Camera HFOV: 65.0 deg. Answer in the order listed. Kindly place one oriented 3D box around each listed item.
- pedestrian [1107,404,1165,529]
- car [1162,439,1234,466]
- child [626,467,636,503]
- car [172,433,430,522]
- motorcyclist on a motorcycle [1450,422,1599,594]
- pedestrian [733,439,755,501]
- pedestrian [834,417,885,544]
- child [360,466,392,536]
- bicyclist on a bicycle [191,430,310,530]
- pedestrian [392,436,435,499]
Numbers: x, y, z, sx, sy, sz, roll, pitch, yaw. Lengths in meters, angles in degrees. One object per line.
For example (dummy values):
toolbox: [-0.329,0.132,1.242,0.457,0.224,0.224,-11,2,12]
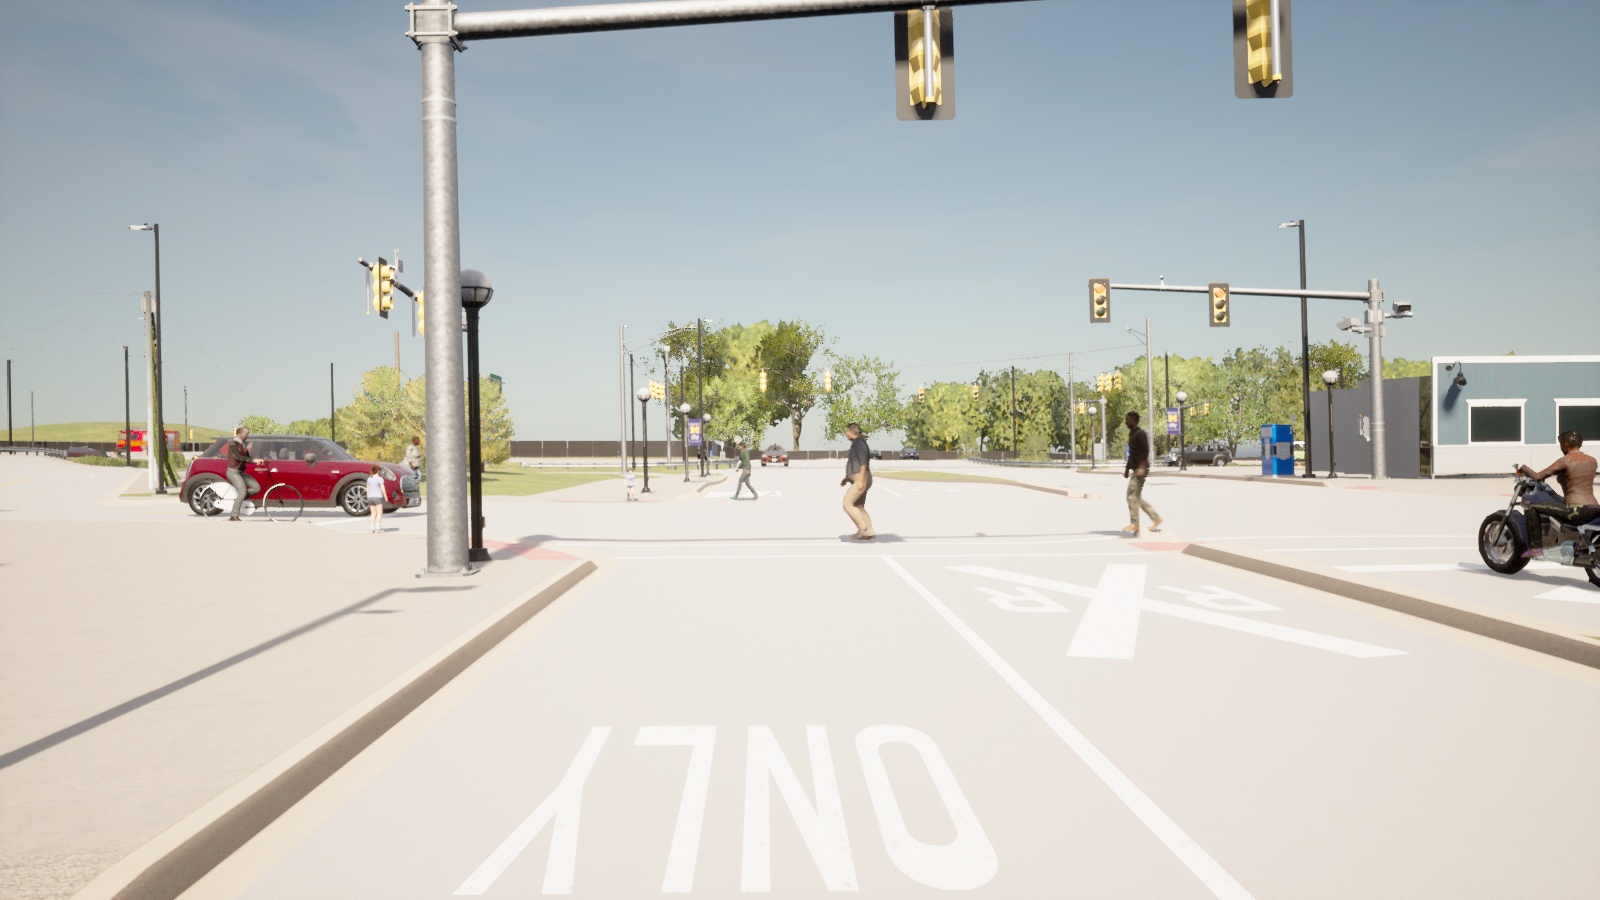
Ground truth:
pedestrian: [5.036,0.247,18.829,0.703,1.840,0.431,-2,-1,1]
car: [28.868,0.177,91.226,4.605,1.855,1.932,-1,-1,-1]
child: [-5.246,1.088,38.934,0.255,1.110,0.394,-2,-1,-8]
car: [-10.301,0.560,26.208,4.553,1.767,2.097,0,-1,-2]
motorcyclist on a motorcycle: [7.965,0.539,13.254,0.766,1.649,2.350,-1,1,-6]
pedestrian: [-1.703,0.614,38.043,0.614,1.847,0.353,-2,-1,-2]
pedestrian: [0.890,0.455,18.872,0.694,1.848,0.540,-2,-1,1]
child: [-6.824,0.816,20.225,0.255,1.110,0.394,-2,-1,23]
bicyclist on a bicycle: [-9.851,0.534,22.564,1.843,1.776,0.659,0,-1,-2]
pedestrian: [-11.579,0.522,37.661,0.900,1.855,0.874,-2,-1,7]
